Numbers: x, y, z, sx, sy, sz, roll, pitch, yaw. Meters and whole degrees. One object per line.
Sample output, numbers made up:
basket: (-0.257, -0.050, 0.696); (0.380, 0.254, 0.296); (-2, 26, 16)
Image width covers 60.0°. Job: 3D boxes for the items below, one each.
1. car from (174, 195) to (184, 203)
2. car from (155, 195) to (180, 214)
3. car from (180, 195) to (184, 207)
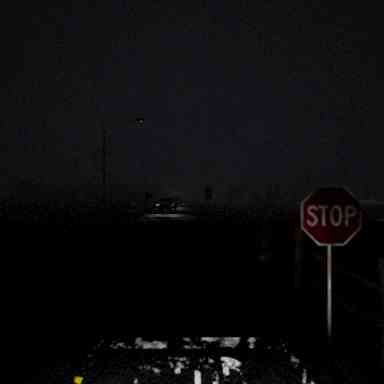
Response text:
car: (-2.786, 1.469, 71.411); (2.097, 1.767, 4.553); (0, 0, 0)
car: (-2.769, 1.359, 36.325); (2.097, 1.767, 4.553); (0, -1, 0)
car: (-2.773, 1.412, 50.149); (2.097, 1.767, 4.553); (0, 0, 0)
